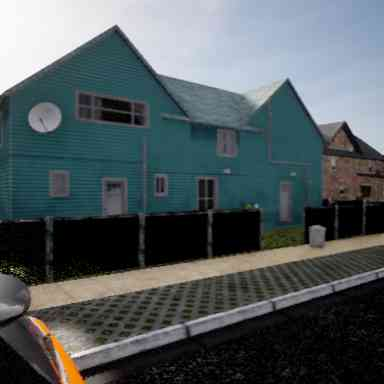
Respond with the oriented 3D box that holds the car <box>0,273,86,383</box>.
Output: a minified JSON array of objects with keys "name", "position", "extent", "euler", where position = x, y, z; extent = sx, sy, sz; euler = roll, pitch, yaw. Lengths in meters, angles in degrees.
[{"name":"car","position":[-2.623,1.350,1.191],"extent":[4.553,1.767,2.097],"euler":[0,0,-35]}]
